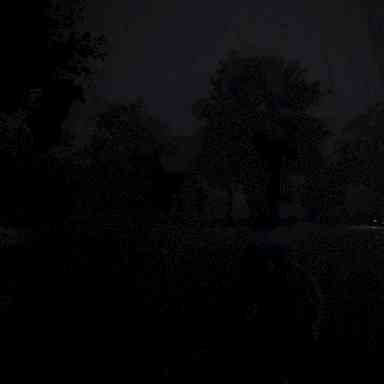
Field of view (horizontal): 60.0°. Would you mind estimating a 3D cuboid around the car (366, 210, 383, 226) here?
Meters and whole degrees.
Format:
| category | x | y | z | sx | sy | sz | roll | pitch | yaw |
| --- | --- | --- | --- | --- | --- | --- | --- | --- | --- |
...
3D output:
| category | x | y | z | sx | sy | sz | roll | pitch | yaw |
| --- | --- | --- | --- | --- | --- | --- | --- | --- | --- |
| car | 16.208 | 2.098 | 27.149 | 4.181 | 1.385 | 1.994 | 0 | -1 | -27 |
